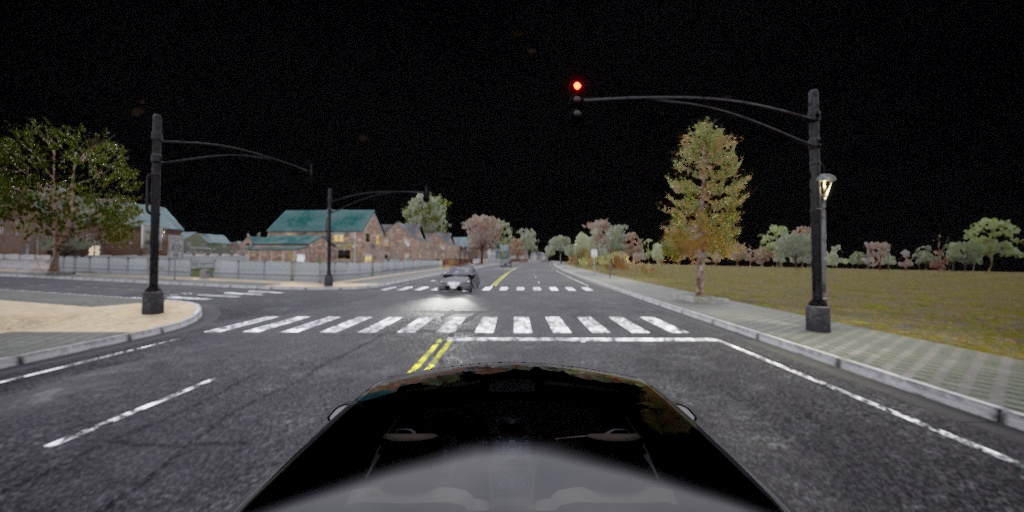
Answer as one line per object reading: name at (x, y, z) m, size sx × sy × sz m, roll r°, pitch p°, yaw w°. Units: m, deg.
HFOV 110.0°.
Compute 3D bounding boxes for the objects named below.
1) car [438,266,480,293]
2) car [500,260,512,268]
car at (-2.984, 1.333, 21.035) m, size 2.128 × 1.511 × 4.902 m, roll 0°, pitch 0°, yaw 1°
car at (-0.989, 1.460, 63.362) m, size 1.994 × 1.385 × 4.181 m, roll 0°, pitch 0°, yaw 4°
